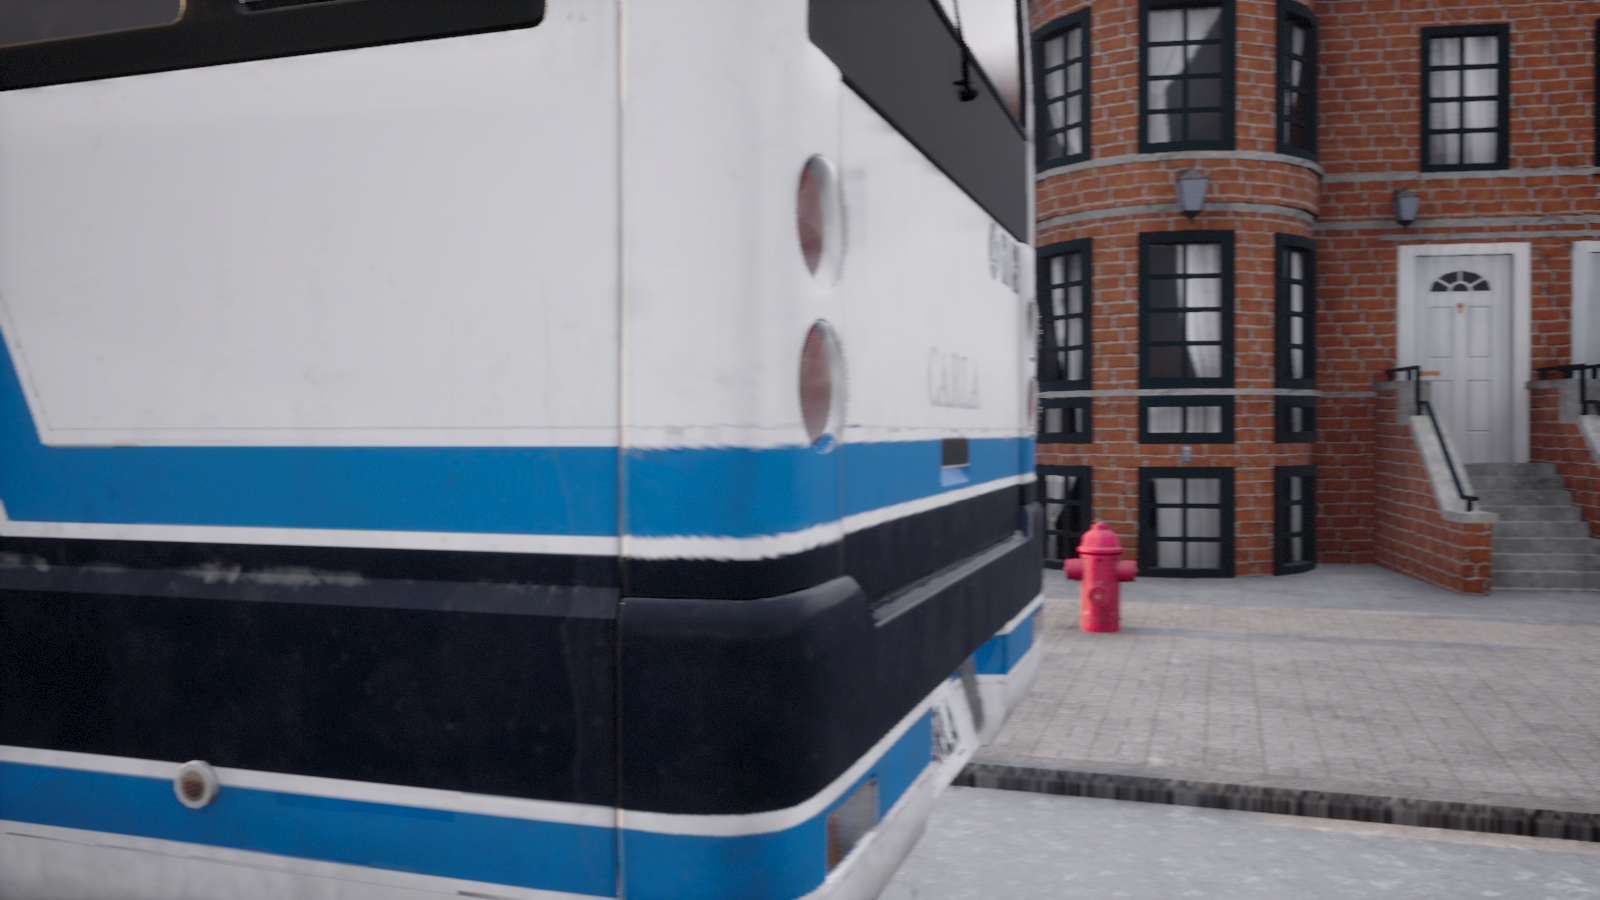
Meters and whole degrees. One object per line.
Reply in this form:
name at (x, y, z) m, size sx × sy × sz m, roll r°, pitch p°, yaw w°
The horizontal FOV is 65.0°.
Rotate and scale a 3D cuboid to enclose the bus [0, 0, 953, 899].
bus at (-4.828, -0.653, 5.324) m, size 10.273 × 4.253 × 3.944 m, roll 1°, pitch 1°, yaw 19°
